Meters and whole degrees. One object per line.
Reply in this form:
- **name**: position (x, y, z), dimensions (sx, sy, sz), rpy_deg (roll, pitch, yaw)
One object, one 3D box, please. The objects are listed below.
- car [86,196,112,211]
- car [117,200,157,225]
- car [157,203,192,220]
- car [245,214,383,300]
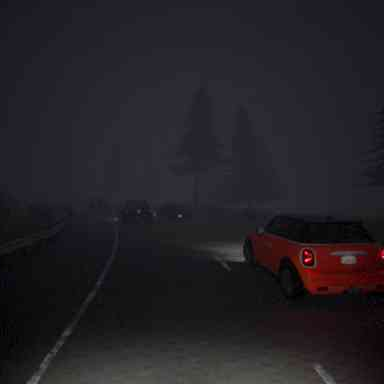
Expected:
- **car**: position (-11.187, 1.326, 39.739), dimensions (2.097, 1.767, 4.553), rpy_deg (0, 0, -30)
- **car**: position (-4.184, 1.327, 24.120), dimensions (2.097, 1.767, 4.553), rpy_deg (0, 0, -18)
- **car**: position (-1.660, 1.562, 27.746), dimensions (1.895, 1.301, 4.718), rpy_deg (0, 0, -20)
- **car**: position (2.830, 1.329, 8.557), dimensions (2.097, 1.767, 4.553), rpy_deg (0, 0, -6)
